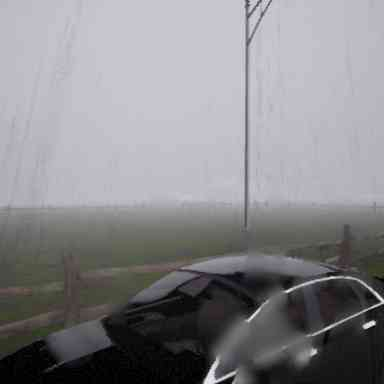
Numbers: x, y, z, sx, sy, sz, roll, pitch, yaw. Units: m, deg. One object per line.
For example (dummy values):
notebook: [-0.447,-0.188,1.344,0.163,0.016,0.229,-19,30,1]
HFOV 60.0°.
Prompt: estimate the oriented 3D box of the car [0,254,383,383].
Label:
car: [0.462,1.512,3.386,4.892,1.490,1.837,0,0,-35]
